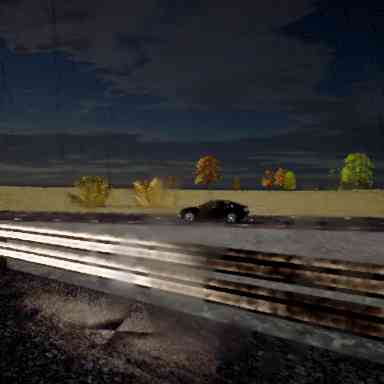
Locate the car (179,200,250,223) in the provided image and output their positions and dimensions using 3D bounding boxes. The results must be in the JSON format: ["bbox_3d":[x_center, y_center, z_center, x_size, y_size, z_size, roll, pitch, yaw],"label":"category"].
[{"bbox_3d":[1.505,1.300,22.805,4.892,1.490,1.837,0,0,17],"label":"car"}]
